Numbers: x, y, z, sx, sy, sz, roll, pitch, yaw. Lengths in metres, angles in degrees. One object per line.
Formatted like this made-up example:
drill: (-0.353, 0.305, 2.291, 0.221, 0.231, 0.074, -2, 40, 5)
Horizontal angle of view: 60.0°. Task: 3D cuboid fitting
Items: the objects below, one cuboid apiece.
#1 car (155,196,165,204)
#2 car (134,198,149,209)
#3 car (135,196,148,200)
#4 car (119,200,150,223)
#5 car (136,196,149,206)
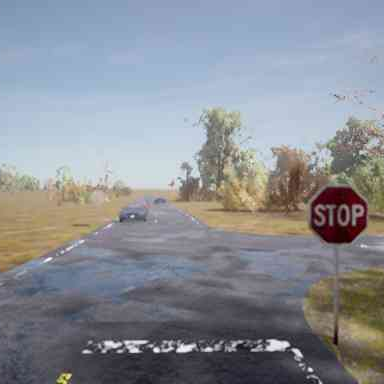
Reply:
car: (-6.268, 1.458, 64.203, 1.812, 1.442, 4.674, 0, 0, -8)
car: (-6.932, 1.517, 45.983, 1.994, 1.385, 4.181, 0, 0, -8)
car: (-5.604, 1.490, 36.200, 1.812, 1.442, 4.674, 0, 0, -8)
car: (-4.429, 1.540, 25.487, 1.994, 1.385, 4.181, 0, 0, -6)
car: (-8.311, 1.431, 56.108, 2.128, 1.511, 4.902, 0, 0, -7)
